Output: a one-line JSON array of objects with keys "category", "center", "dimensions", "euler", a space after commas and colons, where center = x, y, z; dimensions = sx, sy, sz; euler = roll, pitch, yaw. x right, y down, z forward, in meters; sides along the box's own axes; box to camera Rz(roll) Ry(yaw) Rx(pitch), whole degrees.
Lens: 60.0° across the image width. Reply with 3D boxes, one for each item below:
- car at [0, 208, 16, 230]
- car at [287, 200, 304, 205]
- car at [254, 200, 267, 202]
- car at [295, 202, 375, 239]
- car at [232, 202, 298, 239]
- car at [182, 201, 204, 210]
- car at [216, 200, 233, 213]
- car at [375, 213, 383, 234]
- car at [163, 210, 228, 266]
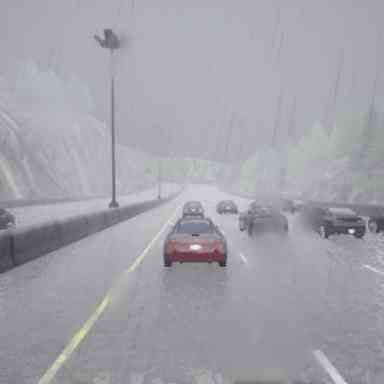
[{"category": "car", "center": [-10.595, 1.494, 16.339], "dimensions": [1.837, 1.490, 4.892], "euler": [0, 0, 0]}, {"category": "car", "center": [10.605, 1.501, 34.100], "dimensions": [1.812, 1.442, 4.674], "euler": [0, 0, 0]}, {"category": "car", "center": [7.105, 1.539, 34.802], "dimensions": [1.994, 1.385, 4.181], "euler": [0, 0, 0]}, {"category": "car", "center": [7.102, 1.492, 17.219], "dimensions": [1.837, 1.490, 4.892], "euler": [0, 0, 0]}, {"category": "car", "center": [3.602, 1.479, 17.385], "dimensions": [2.128, 1.511, 4.902], "euler": [0, 0, 0]}, {"category": "car", "center": [0.104, 1.527, 29.132], "dimensions": [2.033, 1.411, 5.357], "euler": [0, 0, 0]}, {"category": "car", "center": [3.605, 1.539, 34.906], "dimensions": [1.994, 1.385, 4.181], "euler": [0, 0, 0]}, {"category": "car", "center": [10.602, 1.479, 16.313], "dimensions": [2.128, 1.511, 4.902], "euler": [0, 0, 0]}, {"category": "car", "center": [0.101, 1.556, 11.565], "dimensions": [1.994, 1.385, 4.181], "euler": [0, 0, 0]}]
